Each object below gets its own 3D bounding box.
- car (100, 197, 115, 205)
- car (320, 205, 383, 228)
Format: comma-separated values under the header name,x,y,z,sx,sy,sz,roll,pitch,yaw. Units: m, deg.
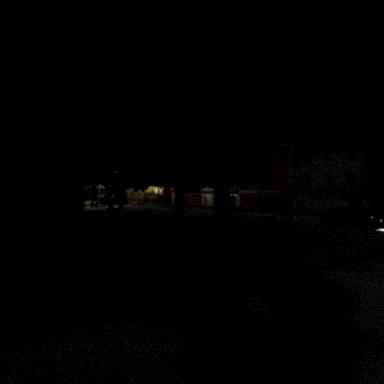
name,x,y,z,sx,sy,sz,roll,pitch,yaw
car,-15.307,1.582,60.335,1.812,1.442,4.674,0,0,-35
car,10.917,1.616,22.694,1.994,1.385,4.181,0,0,-32
